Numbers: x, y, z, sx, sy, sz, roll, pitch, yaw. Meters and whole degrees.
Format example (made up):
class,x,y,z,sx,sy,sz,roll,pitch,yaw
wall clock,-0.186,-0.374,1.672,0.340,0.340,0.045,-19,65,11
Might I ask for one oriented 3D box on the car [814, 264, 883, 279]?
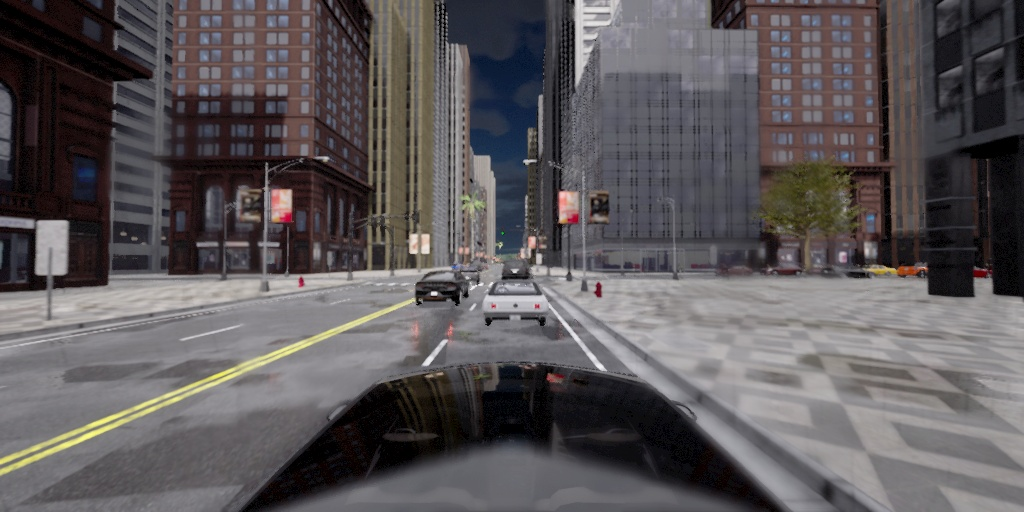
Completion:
class,x,y,z,sx,sy,sz,roll,pitch,yaw
car,32.226,1.567,34.419,4.313,1.339,1.948,0,0,-1

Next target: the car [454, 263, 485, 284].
class,x,y,z,sx,sy,sz,roll,pitch,yaw
car,-3.908,1.584,30.712,2.128,1.511,4.902,0,-1,-12

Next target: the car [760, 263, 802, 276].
class,x,y,z,sx,sy,sz,roll,pitch,yaw
car,32.098,1.622,42.942,4.097,1.591,1.967,0,0,-1

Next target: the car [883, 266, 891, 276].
class,x,y,z,sx,sy,sz,roll,pitch,yaw
car,43.205,1.684,43.115,4.829,1.417,1.751,0,0,-1

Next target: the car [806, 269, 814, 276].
class,x,y,z,sx,sy,sz,roll,pitch,yaw
car,37.737,1.751,43.029,4.207,1.307,1.802,0,0,-1

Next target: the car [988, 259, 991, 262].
class,x,y,z,sx,sy,sz,roll,pitch,yaw
car,49.141,1.283,34.683,5.009,1.841,2.192,0,0,-1

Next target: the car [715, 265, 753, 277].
class,x,y,z,sx,sy,sz,roll,pitch,yaw
car,26.460,1.779,42.853,4.207,1.307,1.802,0,0,-1

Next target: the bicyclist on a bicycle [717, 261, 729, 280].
class,x,y,z,sx,sy,sz,roll,pitch,yaw
bicyclist on a bicycle,18.389,1.278,31.257,0.582,1.620,1.656,0,-2,-1

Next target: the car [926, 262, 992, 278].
class,x,y,z,sx,sy,sz,roll,pitch,yaw
car,43.502,1.522,34.595,4.507,1.381,1.888,0,0,-1

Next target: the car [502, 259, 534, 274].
class,x,y,z,sx,sy,sz,roll,pitch,yaw
car,0.532,1.291,29.418,2.150,2.045,5.566,0,0,7

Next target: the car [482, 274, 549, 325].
class,x,y,z,sx,sy,sz,roll,pitch,yaw
car,0.099,1.458,12.236,1.895,1.301,4.718,0,-1,0

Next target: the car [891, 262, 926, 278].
class,x,y,z,sx,sy,sz,roll,pitch,yaw
car,43.033,1.387,37.224,4.553,1.767,2.097,0,-1,0

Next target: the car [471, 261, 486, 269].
class,x,y,z,sx,sy,sz,roll,pitch,yaw
car,-6.530,1.863,64.864,2.150,2.045,5.566,0,-1,0

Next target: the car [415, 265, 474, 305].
class,x,y,z,sx,sy,sz,roll,pitch,yaw
car,-3.152,1.390,17.019,1.882,1.535,5.008,0,0,0
